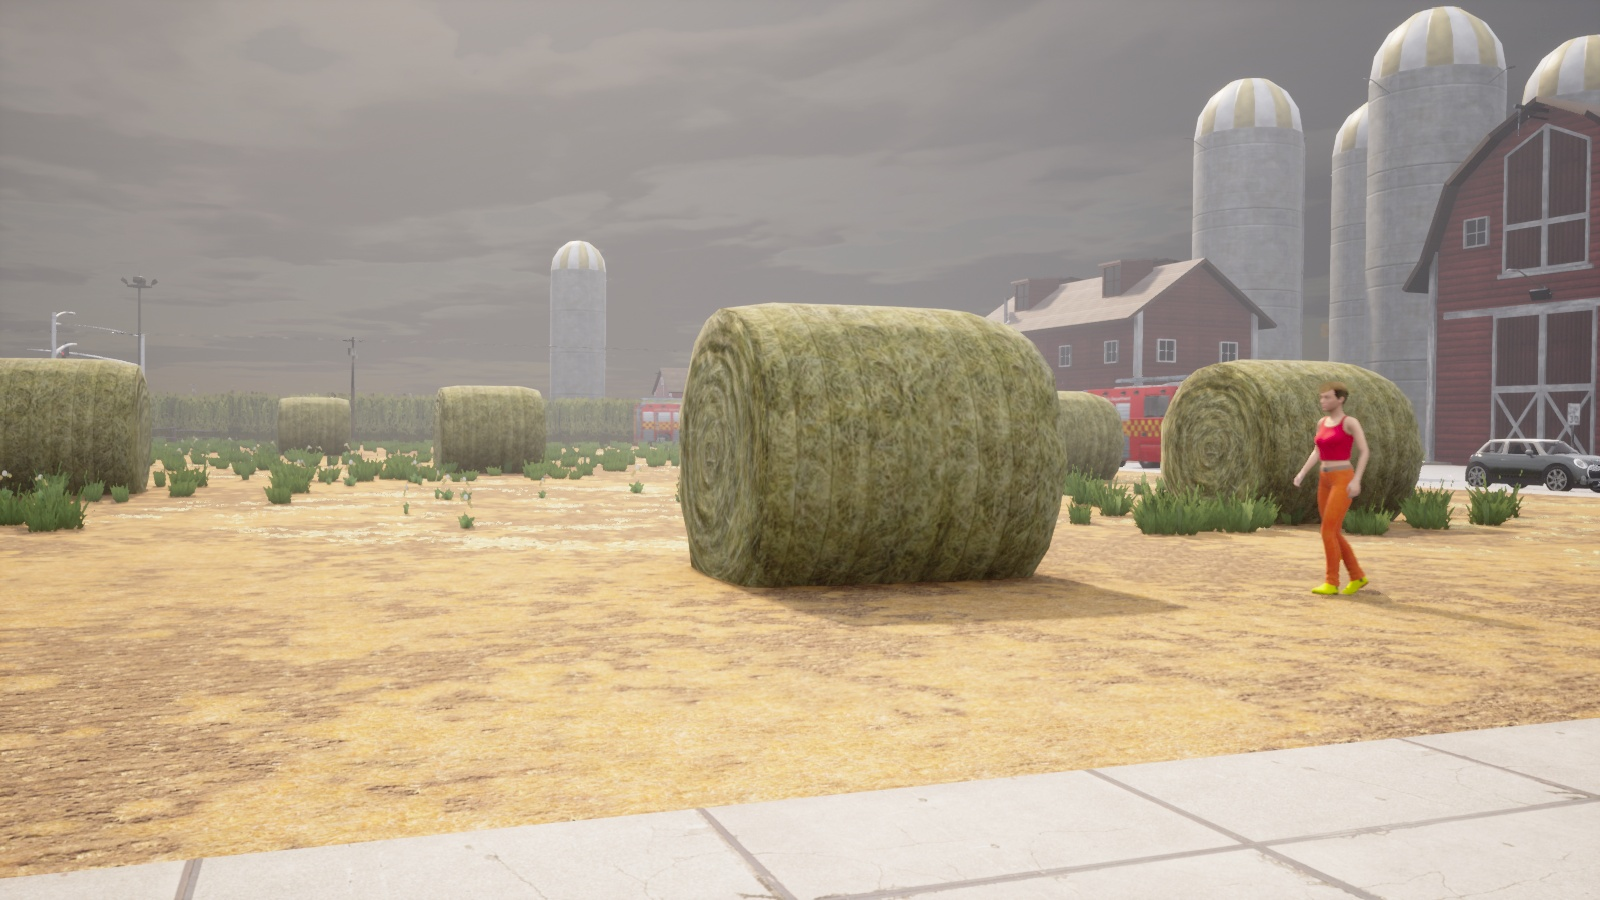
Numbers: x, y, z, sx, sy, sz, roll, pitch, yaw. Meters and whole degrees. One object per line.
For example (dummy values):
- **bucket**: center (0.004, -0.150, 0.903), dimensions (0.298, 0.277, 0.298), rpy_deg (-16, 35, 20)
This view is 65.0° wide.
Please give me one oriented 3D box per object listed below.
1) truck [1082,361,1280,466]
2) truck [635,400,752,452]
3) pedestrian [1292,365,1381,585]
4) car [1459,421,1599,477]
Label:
- **truck**: center (15.002, -1.390, 50.334), dimensions (2.891, 3.827, 8.468), rpy_deg (-2, 1, -22)
- **truck**: center (-8.178, -1.848, 96.461), dimensions (8.468, 3.827, 2.891), rpy_deg (-1, 1, -20)
- **pedestrian**: center (4.563, 0.205, 10.689), dimensions (0.594, 1.836, 0.345), rpy_deg (-1, 1, -12)
- **car**: center (20.982, -0.067, 35.478), dimensions (1.970, 1.475, 3.806), rpy_deg (-1, 1, -22)
